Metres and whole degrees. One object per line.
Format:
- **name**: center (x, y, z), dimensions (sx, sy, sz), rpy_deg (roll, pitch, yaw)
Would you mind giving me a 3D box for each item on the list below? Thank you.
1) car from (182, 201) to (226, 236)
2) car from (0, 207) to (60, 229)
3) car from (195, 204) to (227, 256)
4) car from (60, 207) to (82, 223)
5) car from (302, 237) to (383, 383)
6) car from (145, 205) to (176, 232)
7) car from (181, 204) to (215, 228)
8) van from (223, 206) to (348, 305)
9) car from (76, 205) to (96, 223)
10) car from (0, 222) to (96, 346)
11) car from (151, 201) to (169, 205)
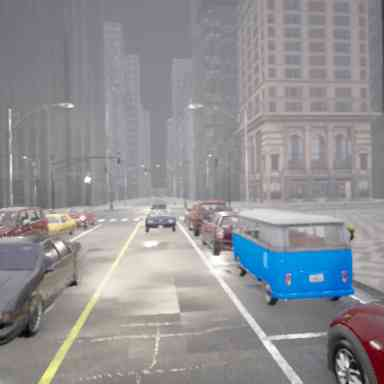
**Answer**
- **car**: center (0.900, 1.414, 19.042), dimensions (2.192, 1.841, 5.009), rpy_deg (-1, 0, -6)
- **car**: center (-6.993, 1.537, 12.579), dimensions (2.192, 1.841, 5.009), rpy_deg (-1, 0, -6)
- **car**: center (1.487, 1.493, 13.469), dimensions (1.967, 1.590, 4.097), rpy_deg (-1, 0, -6)
- **car**: center (-7.554, 1.792, 17.980), dimensions (1.752, 1.417, 4.829), rpy_deg (-1, 0, -6)
- **car**: center (2.655, 1.400, 2.328), dimensions (1.967, 1.590, 4.097), rpy_deg (-1, 0, -6)
- **car**: center (-2.065, 1.778, 21.742), dimensions (1.895, 1.301, 4.718), rpy_deg (-1, 0, -6)
- **car**: center (0.322, 1.696, 24.611), dimensions (2.008, 1.369, 4.403), rpy_deg (-1, 0, -6)
- **van**: center (2.068, 1.347, 7.899), dimensions (1.690, 1.788, 3.998), rpy_deg (-1, 0, -6)
- **car**: center (-8.158, 1.755, 23.721), dimensions (1.967, 1.590, 4.097), rpy_deg (-1, 0, -6)
- **car**: center (-3.623, 1.666, 7.005), dimensions (2.033, 1.411, 5.357), rpy_deg (-1, 0, -6)
- **car**: center (-3.890, 1.837, 39.610), dimensions (1.837, 1.490, 4.892), rpy_deg (-1, 0, -5)
